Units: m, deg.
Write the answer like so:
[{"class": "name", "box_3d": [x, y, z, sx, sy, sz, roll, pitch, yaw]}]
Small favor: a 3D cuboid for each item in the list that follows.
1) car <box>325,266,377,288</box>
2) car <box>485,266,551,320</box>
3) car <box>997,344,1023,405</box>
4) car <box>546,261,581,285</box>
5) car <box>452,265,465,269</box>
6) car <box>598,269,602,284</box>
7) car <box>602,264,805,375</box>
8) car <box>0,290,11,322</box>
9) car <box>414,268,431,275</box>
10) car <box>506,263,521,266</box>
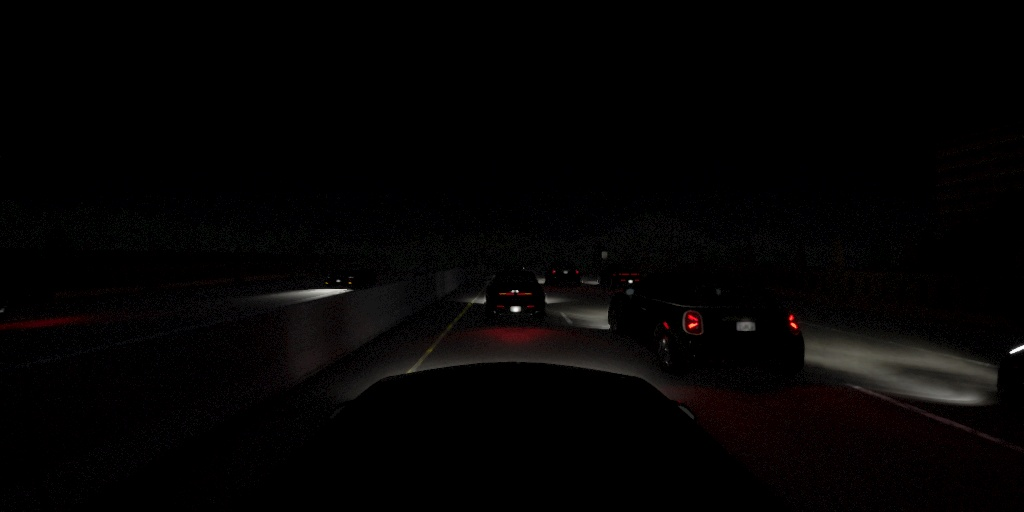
[{"class": "car", "box_3d": [-10.579, 1.332, 23.829, 1.994, 1.385, 4.181, 0, 0, 0]}, {"class": "car", "box_3d": [0.107, 1.264, 12.645, 1.837, 1.490, 4.892, 0, 0, 0]}, {"class": "car", "box_3d": [7.113, 1.103, 2.525, 2.097, 1.767, 4.553, 0, 0, 0]}, {"class": "car", "box_3d": [3.614, 1.122, 26.253, 2.097, 1.767, 4.553, 0, 0, 0]}, {"class": "car", "box_3d": [-6.991, 1.970, 48.884, 2.033, 1.411, 5.357, 0, -4, 0]}, {"class": "car", "box_3d": [7.112, 1.273, 23.921, 1.837, 1.490, 4.892, 0, 0, 0]}, {"class": "car", "box_3d": [3.609, 1.107, 7.659, 2.097, 1.767, 4.553, 0, 0, 0]}, {"class": "car", "box_3d": [-14.096, 1.259, 7.282, 1.837, 1.490, 4.892, 0, 0, 0]}, {"class": "car", "box_3d": [-13.972, 2.619, 56.393, 1.812, 1.442, 4.674, 0, -6, 0]}, {"class": "car", "box_3d": [0.117, 1.323, 31.035, 2.033, 1.411, 5.357, 0, 0, 0]}]
